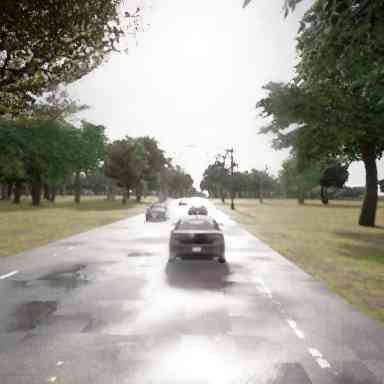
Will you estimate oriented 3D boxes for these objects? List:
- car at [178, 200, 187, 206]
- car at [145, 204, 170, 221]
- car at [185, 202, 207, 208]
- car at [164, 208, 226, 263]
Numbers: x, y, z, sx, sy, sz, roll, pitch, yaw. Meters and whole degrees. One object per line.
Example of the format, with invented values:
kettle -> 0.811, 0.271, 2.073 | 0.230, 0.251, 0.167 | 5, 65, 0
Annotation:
car -> -1.979, 2.340, 72.152 | 2.033, 1.411, 5.357 | 0, -1, 2
car -> -3.174, 1.844, 31.012 | 2.128, 1.511, 4.902 | 0, -1, 1
car -> 0.590, 1.945, 33.506 | 1.994, 1.385, 4.181 | 0, -1, 1
car -> 0.182, 1.618, 12.636 | 1.882, 1.535, 5.008 | 0, 0, 1
